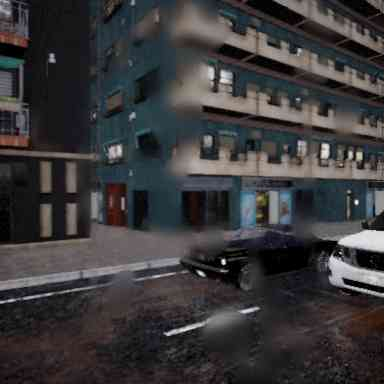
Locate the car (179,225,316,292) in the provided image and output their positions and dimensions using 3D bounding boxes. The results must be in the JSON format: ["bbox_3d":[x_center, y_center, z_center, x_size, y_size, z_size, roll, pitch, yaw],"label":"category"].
[{"bbox_3d":[2.020,1.614,9.116,4.718,1.301,1.895,0,0,-35],"label":"car"}]

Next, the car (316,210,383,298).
[{"bbox_3d":[5.496,1.239,7.602,5.566,2.045,2.150,0,0,-35],"label":"car"}]
